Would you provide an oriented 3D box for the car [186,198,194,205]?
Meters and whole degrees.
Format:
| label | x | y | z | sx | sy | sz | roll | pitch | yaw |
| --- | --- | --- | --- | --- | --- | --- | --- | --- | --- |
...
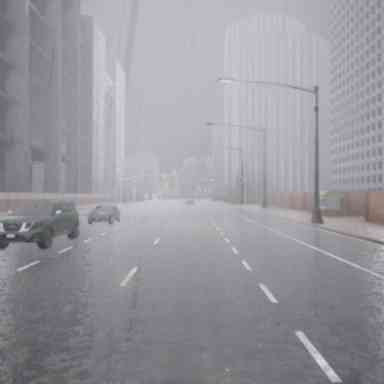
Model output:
| label | x | y | z | sx | sy | sz | roll | pitch | yaw |
| --- | --- | --- | --- | --- | --- | --- | --- | --- | --- |
| car | -0.344 | 2.419 | 80.679 | 2.033 | 1.411 | 5.357 | 0 | -1 | -1 |

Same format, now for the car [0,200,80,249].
| label | x | y | z | sx | sy | sz | roll | pitch | yaw |
| --- | --- | --- | --- | --- | --- | --- | --- | --- | --- |
| car | -7.091 | 1.397 | 15.779 | 2.150 | 2.045 | 5.566 | 0 | -1 | 0 |

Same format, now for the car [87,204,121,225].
| label | x | y | z | sx | sy | sz | roll | pitch | yaw |
| --- | --- | --- | --- | --- | --- | --- | --- | --- | --- |
| car | -7.070 | 1.807 | 27.169 | 1.837 | 1.490 | 4.892 | 0 | -1 | 0 |

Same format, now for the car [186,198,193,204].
| label | x | y | z | sx | sy | sz | roll | pitch | yaw |
| --- | --- | --- | --- | --- | --- | --- | --- | --- | --- |
| car | -0.602 | 2.409 | 91.086 | 1.812 | 1.442 | 4.674 | 0 | -1 | -1 |
